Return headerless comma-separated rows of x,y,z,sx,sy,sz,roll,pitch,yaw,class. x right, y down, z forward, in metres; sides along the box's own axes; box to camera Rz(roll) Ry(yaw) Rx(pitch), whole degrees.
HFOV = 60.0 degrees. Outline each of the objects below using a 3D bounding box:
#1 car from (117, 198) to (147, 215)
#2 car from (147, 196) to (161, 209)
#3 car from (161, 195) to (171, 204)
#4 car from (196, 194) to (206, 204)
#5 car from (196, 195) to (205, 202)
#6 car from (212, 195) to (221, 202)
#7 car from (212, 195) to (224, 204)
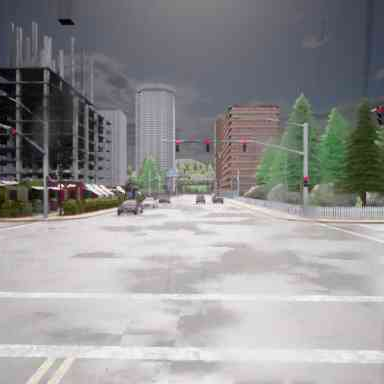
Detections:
-6.189,1.526,33.709,1.812,1.442,4.674,0,0,2,car
-5.868,1.526,46.143,1.812,1.442,4.674,0,0,1,car
-5.375,1.351,64.512,2.097,1.767,4.553,0,0,2,car
1.697,1.601,65.523,1.895,1.301,4.718,0,0,1,car
1.918,1.326,74.708,1.837,1.490,4.892,0,0,1,car
5.418,1.422,74.654,1.895,1.301,4.718,0,0,1,car
5.203,1.526,65.757,1.812,1.442,4.674,0,0,1,car
